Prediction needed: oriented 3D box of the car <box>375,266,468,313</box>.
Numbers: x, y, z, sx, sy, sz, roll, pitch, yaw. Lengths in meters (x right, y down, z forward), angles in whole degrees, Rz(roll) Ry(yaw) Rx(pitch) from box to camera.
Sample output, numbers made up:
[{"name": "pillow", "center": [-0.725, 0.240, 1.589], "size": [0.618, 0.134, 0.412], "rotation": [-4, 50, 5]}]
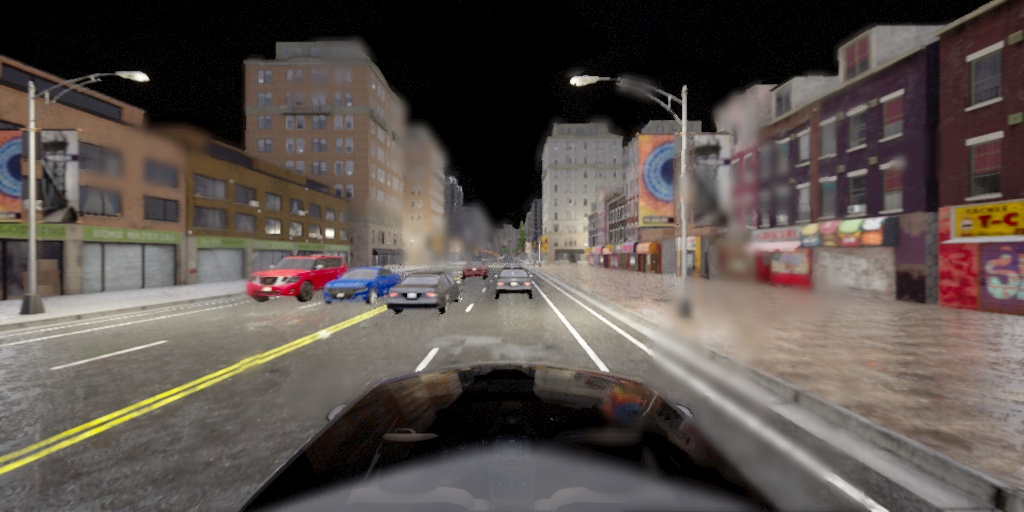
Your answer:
[{"name": "car", "center": [-3.162, 1.297, 13.840], "size": [2.033, 1.411, 5.357], "rotation": [0, 0, 0]}]

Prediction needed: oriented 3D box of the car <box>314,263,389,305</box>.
[{"name": "car", "center": [-6.612, 1.230, 16.320], "size": [1.882, 1.535, 5.008], "rotation": [0, 0, 0]}]

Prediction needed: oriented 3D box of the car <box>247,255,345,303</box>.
[{"name": "car", "center": [-9.864, 0.976, 17.196], "size": [2.150, 2.045, 5.566], "rotation": [0, 0, 0]}]

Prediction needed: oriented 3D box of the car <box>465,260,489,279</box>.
[{"name": "car", "center": [-3.179, 1.127, 32.408], "size": [2.097, 1.767, 4.553], "rotation": [0, 0, 0]}]

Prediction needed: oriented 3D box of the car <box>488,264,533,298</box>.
[{"name": "car", "center": [0.086, 1.297, 18.447], "size": [2.033, 1.411, 5.357], "rotation": [0, 0, 0]}]
